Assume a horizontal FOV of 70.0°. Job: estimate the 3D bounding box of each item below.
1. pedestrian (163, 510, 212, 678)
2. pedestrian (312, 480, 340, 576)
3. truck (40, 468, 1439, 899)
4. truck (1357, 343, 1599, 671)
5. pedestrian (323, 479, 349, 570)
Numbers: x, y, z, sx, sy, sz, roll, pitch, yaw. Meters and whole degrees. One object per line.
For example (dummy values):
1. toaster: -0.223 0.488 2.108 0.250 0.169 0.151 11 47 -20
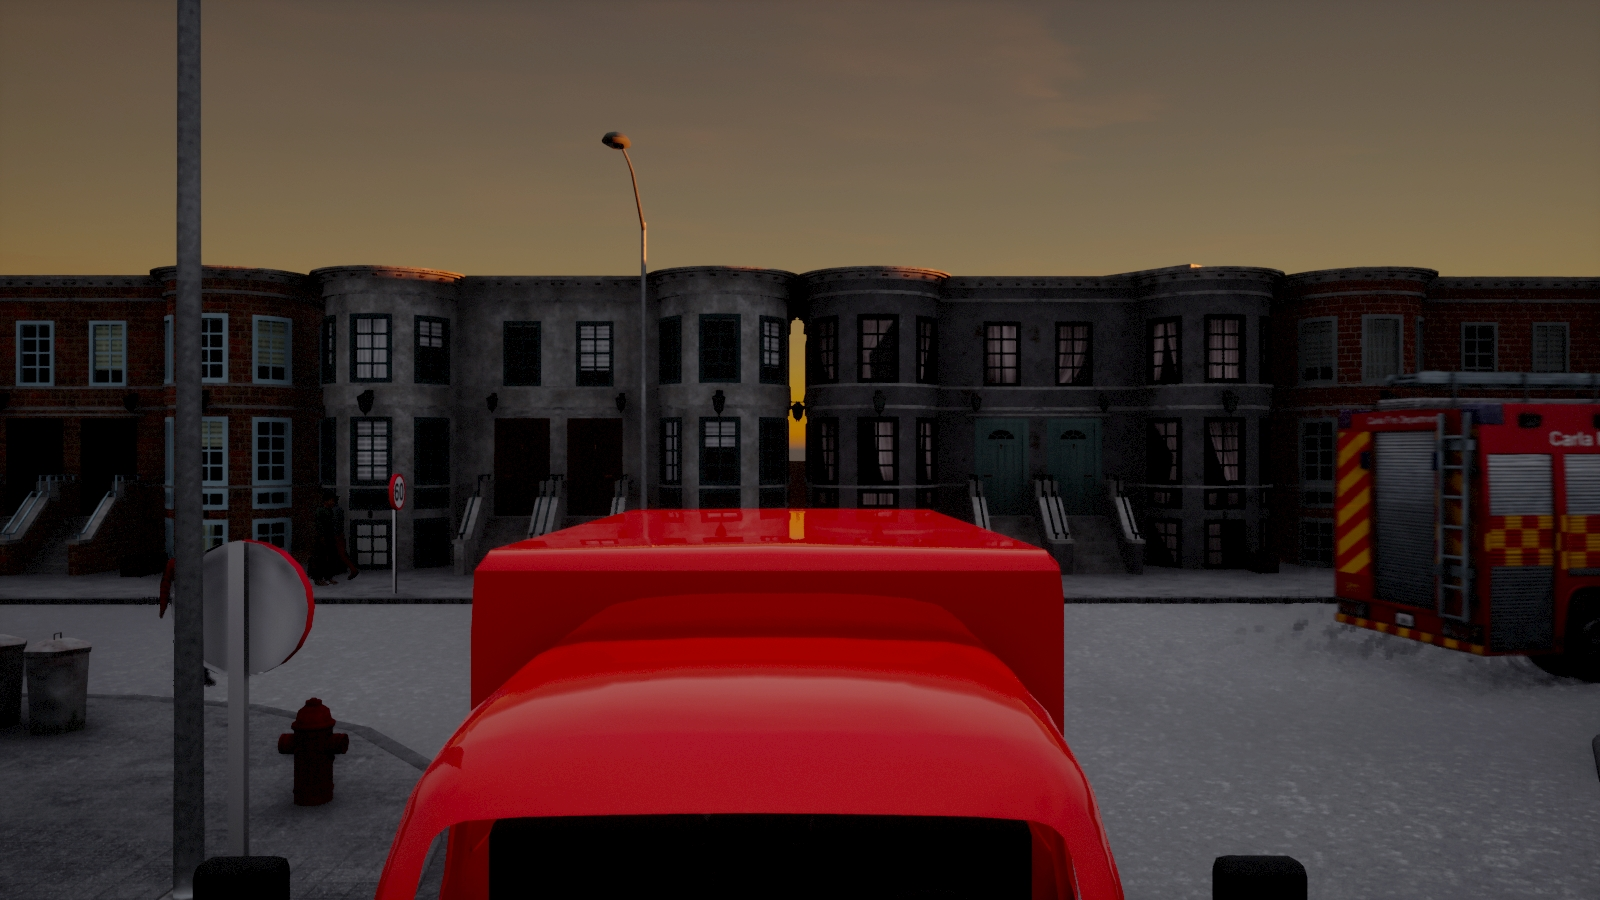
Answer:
1. pedestrian: -6.993 1.629 13.050 0.375 1.860 0.375 0 0 -6
2. pedestrian: -9.302 1.524 22.427 0.375 1.860 0.375 0 0 9
3. truck: -0.117 1.348 4.748 2.627 2.467 5.204 0 0 0
4. truck: 12.302 0.670 15.410 8.468 3.827 2.891 0 0 -9
5. pedestrian: -9.552 1.526 23.530 0.375 1.860 0.375 0 0 6
